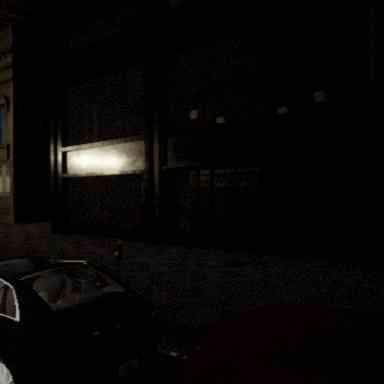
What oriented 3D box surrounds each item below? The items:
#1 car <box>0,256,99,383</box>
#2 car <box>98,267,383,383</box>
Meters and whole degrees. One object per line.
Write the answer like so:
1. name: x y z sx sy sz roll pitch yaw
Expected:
1. car: -2.433 1.606 4.715 4.403 1.369 2.008 -1 0 36
2. car: 2.131 1.300 1.444 5.009 1.841 2.192 -1 0 36
